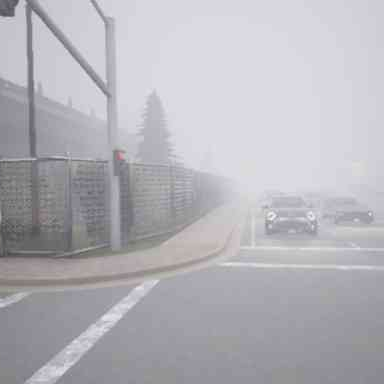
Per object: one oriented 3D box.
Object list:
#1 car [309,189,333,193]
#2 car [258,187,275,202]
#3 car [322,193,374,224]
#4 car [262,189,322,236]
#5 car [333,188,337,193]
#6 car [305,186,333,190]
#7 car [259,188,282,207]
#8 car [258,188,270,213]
[{"bbox_3d":[10.520,0.724,28.831,1.837,1.490,4.892,-1,1,11],"label":"car"},{"bbox_3d":[9.828,0.298,44.178,2.097,1.767,4.553,-1,1,10],"label":"car"},{"bbox_3d":[8.781,0.977,19.398,2.033,1.411,5.357,-1,1,11],"label":"car"},{"bbox_3d":[4.449,0.941,15.493,2.097,1.767,4.553,-1,1,12],"label":"car"},{"bbox_3d":[22.377,-0.004,54.454,2.128,1.511,4.902,-1,1,10],"label":"car"},{"bbox_3d":[17.132,0.273,45.200,2.128,1.511,4.902,-1,1,10],"label":"car"},{"bbox_3d":[7.961,0.523,34.103,2.097,1.767,4.553,-1,1,11],"label":"car"},{"bbox_3d":[6.091,0.746,24.161,2.097,1.767,4.553,-1,1,11],"label":"car"}]
